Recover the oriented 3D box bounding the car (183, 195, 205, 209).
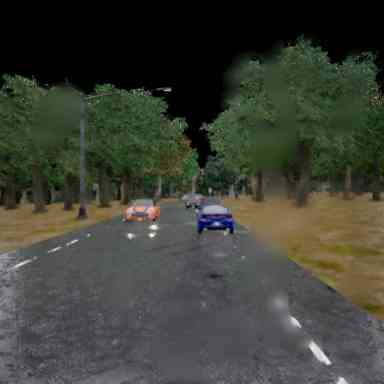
[{"bbox_3d":[0.263,1.420,41.374,1.895,1.301,4.718,0,0,3],"label":"car"}]

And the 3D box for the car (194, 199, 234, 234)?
[{"bbox_3d":[1.233,1.417,18.940,1.882,1.535,5.008,0,0,0],"label":"car"}]

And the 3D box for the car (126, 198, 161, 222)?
[{"bbox_3d":[-3.573,1.266,24.979,2.097,1.767,4.553,0,0,0],"label":"car"}]

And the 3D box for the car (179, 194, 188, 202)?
[{"bbox_3d":[-1.299,1.123,65.403,2.128,1.511,4.902,0,1,8],"label":"car"}]
